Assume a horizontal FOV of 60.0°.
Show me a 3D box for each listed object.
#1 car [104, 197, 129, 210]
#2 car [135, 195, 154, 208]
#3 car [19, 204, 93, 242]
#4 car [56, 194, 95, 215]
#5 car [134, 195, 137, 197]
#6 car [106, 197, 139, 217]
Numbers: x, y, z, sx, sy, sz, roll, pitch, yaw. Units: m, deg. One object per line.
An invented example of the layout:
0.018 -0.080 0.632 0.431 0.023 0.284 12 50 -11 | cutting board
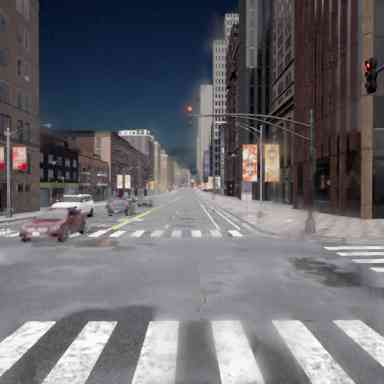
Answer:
-9.834 1.497 43.506 2.128 1.511 4.902 0 0 0 | car
-6.573 1.569 47.772 1.994 1.385 4.181 0 0 0 | car
-6.600 1.526 16.392 1.812 1.442 4.674 0 0 0 | car
-9.849 1.225 27.862 2.150 2.045 5.566 0 0 0 | car
-9.740 1.307 60.034 1.837 1.490 4.892 0 0 0 | car
-6.593 1.511 31.243 1.837 1.490 4.892 0 0 0 | car
